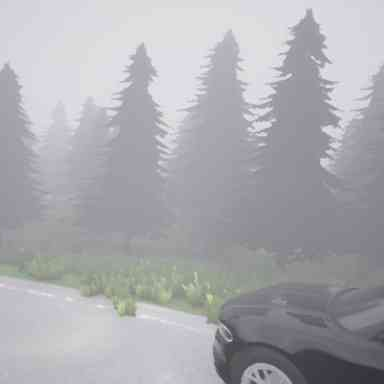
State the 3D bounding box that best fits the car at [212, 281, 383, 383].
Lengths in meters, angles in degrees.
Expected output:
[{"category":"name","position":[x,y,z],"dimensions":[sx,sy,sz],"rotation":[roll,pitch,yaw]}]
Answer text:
[{"category":"car","position":[2.560,1.488,2.919],"dimensions":[5.008,1.535,1.882],"rotation":[3,1,33]}]
